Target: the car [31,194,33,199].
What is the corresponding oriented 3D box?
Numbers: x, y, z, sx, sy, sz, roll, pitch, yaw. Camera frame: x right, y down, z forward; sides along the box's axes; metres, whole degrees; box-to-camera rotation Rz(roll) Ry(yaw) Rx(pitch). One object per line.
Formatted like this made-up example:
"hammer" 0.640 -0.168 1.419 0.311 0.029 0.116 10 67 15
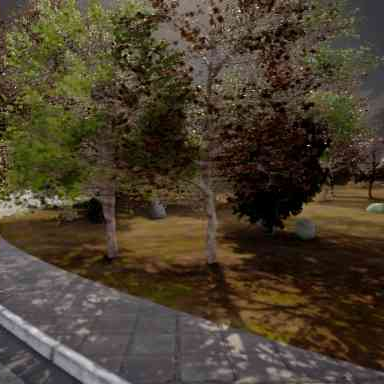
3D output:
"car" -28.232 0.458 61.505 1.882 1.535 5.008 0 2 -7
